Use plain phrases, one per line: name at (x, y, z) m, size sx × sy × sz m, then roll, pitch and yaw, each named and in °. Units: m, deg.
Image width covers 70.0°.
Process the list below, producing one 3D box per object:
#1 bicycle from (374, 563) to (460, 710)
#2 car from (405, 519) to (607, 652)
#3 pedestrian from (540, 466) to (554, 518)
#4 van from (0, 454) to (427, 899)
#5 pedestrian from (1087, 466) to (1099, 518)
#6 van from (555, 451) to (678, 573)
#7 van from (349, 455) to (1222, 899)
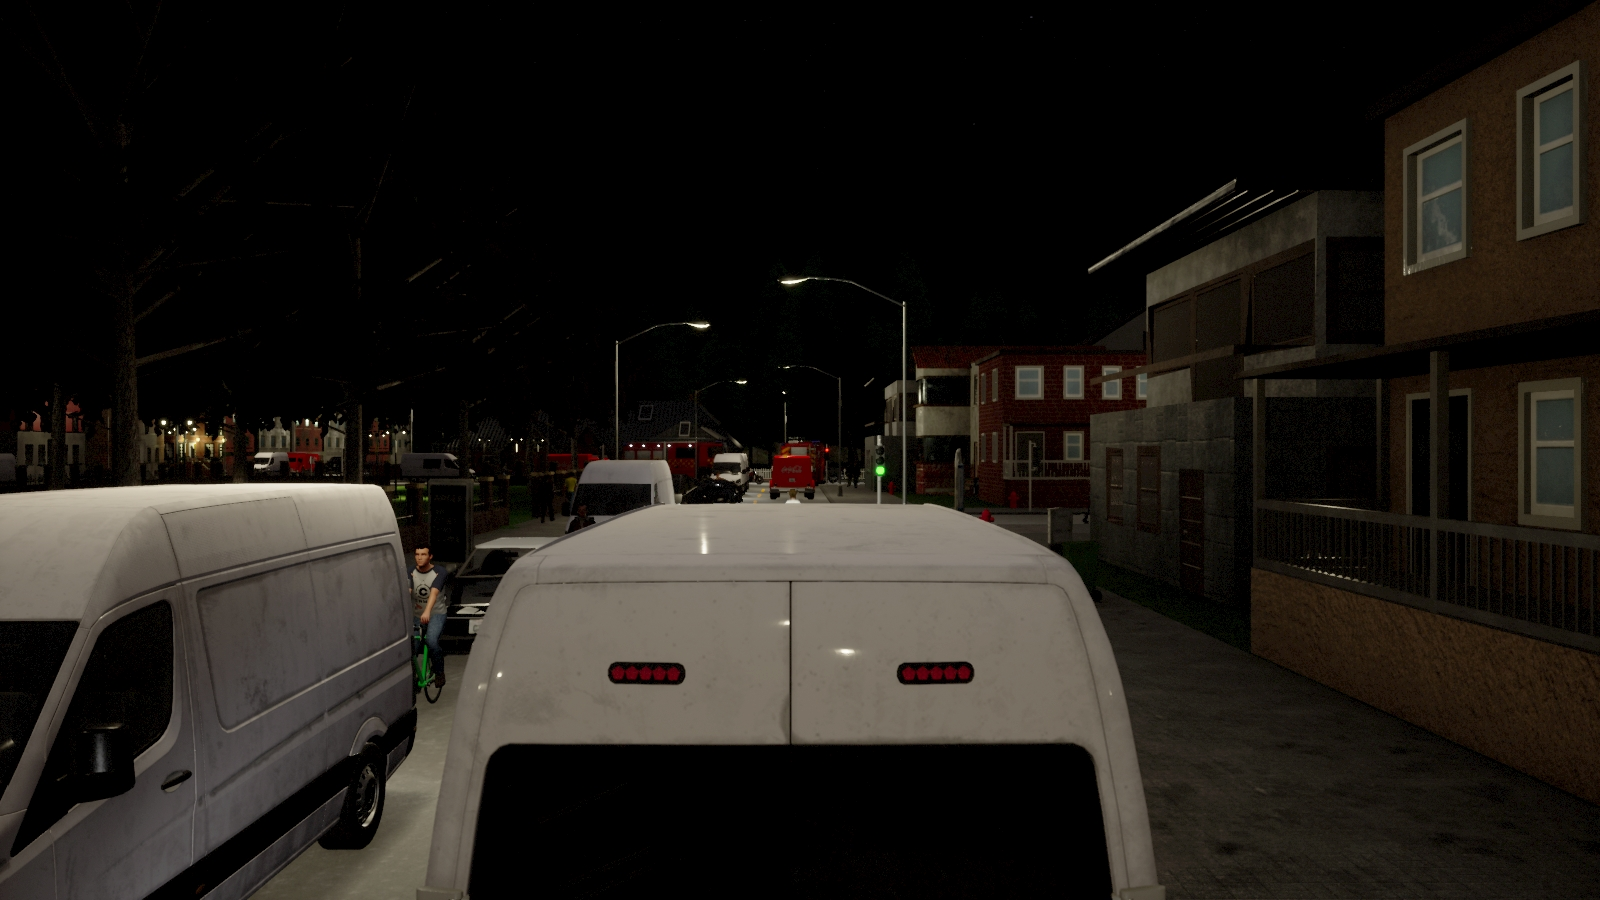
bicycle at (-4.053, 1.936, 12.189) m, size 0.373 × 1.296 × 1.643 m, roll 0°, pitch 0°, yaw 0°
car at (-4.090, 1.845, 16.538) m, size 1.970 × 1.475 × 3.806 m, roll 0°, pitch 0°, yaw 0°
pedestrian at (-9.209, 1.525, 41.619) m, size 0.375 × 1.860 × 0.375 m, roll 0°, pitch 0°, yaw 13°
van at (-4.032, 1.314, 6.374) m, size 1.988 × 2.561 × 5.915 m, roll 0°, pitch 0°, yaw 0°
pedestrian at (10.646, 1.531, 41.506) m, size 0.375 × 1.860 × 0.375 m, roll 0°, pitch 0°, yaw 9°
van at (-4.176, 1.315, 26.994) m, size 1.988 × 2.561 × 5.915 m, roll 0°, pitch 0°, yaw 0°
van at (-0.041, 1.314, 5.559) m, size 1.988 × 2.561 × 5.915 m, roll 0°, pitch 0°, yaw 0°
